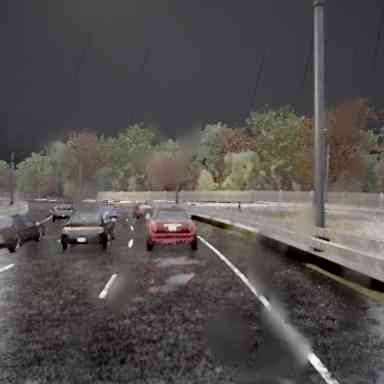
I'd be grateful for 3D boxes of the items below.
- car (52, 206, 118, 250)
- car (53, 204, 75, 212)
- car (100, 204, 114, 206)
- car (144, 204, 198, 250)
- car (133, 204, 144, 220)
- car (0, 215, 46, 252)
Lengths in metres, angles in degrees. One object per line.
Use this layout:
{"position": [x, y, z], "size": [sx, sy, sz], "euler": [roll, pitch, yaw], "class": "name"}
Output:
{"position": [-4.560, 1.636, 15.109], "size": [2.128, 1.511, 4.902], "euler": [0, 0, -8], "class": "car"}
{"position": [-11.203, 1.774, 29.534], "size": [2.128, 1.511, 4.902], "euler": [0, 0, -16], "class": "car"}
{"position": [-7.746, 1.833, 30.201], "size": [2.033, 1.411, 5.357], "euler": [0, -1, -16], "class": "car"}
{"position": [-1.059, 1.495, 15.357], "size": [2.097, 1.767, 4.553], "euler": [0, -1, -8], "class": "car"}
{"position": [-4.499, 1.823, 31.542], "size": [1.812, 1.442, 4.674], "euler": [0, 0, -16], "class": "car"}
{"position": [-7.979, 1.685, 14.334], "size": [2.033, 1.411, 5.357], "euler": [0, -1, -8], "class": "car"}
